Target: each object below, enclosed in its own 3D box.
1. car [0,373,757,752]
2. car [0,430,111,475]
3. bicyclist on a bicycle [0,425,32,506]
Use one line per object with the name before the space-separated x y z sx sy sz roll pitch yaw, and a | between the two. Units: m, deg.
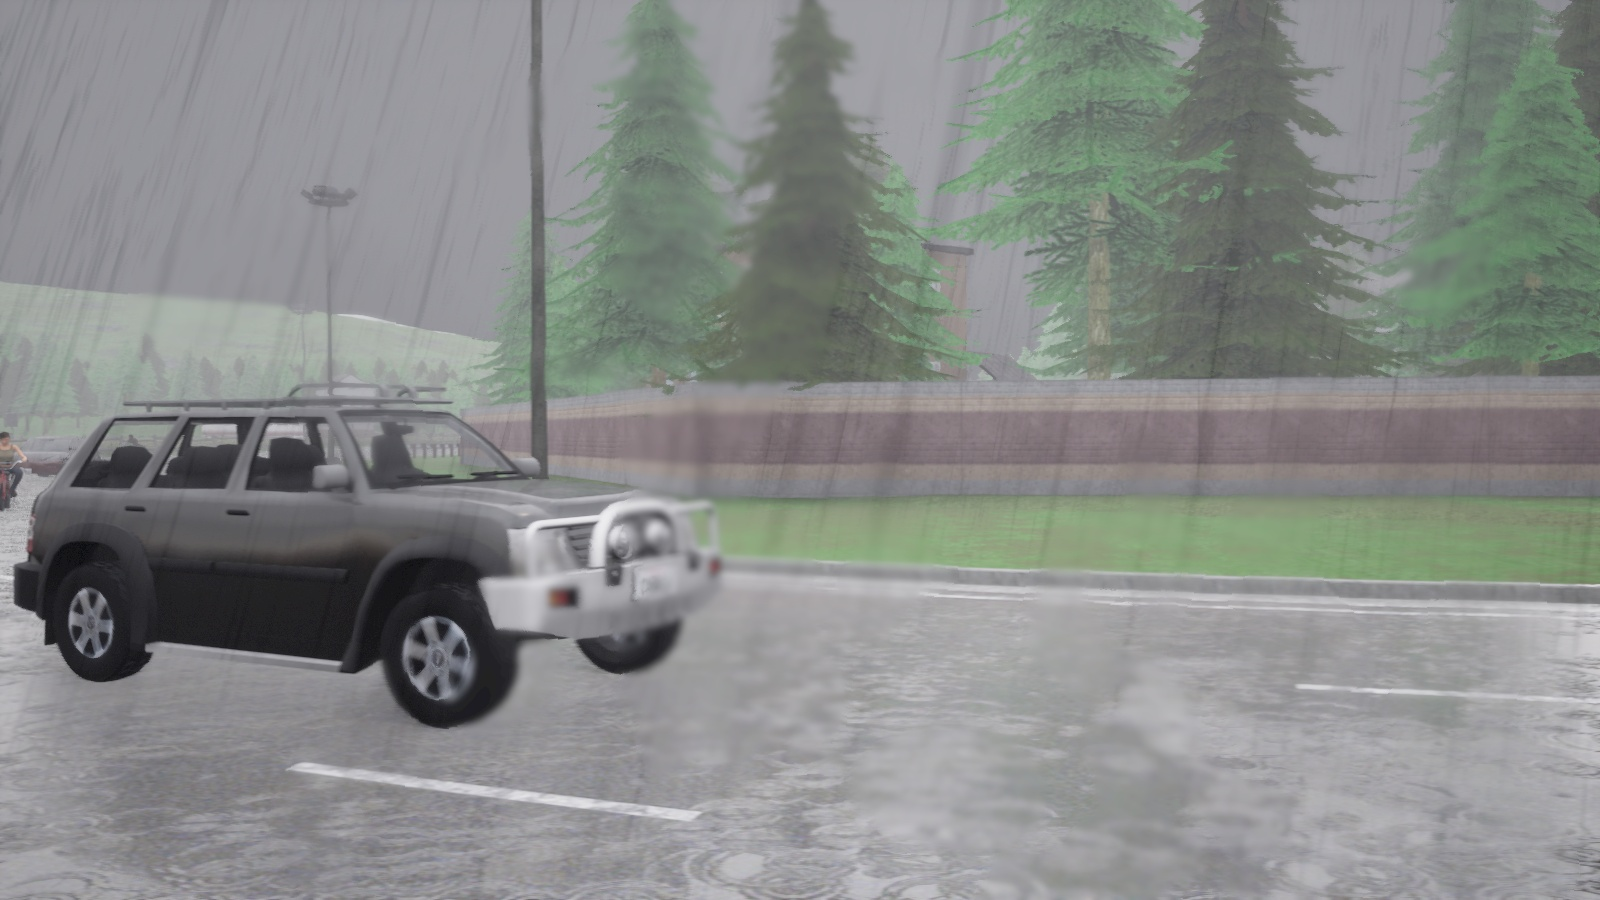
car | -2.760 0.510 8.026 4.605 1.855 1.932 1 1 27
car | -26.079 0.052 43.853 2.163 1.488 4.792 0 1 -11
bicyclist on a bicycle | -16.299 0.305 25.703 0.866 1.612 1.509 0 1 -28
